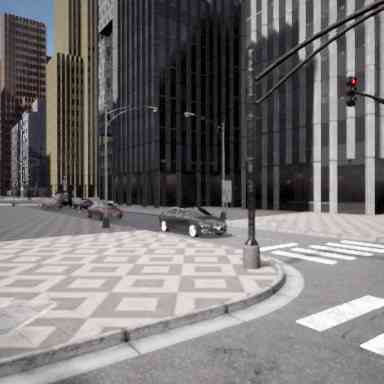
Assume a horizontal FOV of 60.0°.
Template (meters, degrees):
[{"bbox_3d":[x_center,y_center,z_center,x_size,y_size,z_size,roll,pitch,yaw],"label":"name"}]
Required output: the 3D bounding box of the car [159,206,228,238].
[{"bbox_3d":[-0.071,1.546,18.234,1.837,1.490,4.892,0,0,-35],"label":"car"}]

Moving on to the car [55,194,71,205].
[{"bbox_3d":[-20.448,1.368,52.206,2.150,2.045,5.566,0,0,-35],"label":"car"}]

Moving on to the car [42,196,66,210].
[{"bbox_3d":[-18.904,1.659,44.835,1.812,1.442,4.674,0,0,-35],"label":"car"}]

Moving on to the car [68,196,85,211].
[{"bbox_3d":[-14.379,1.624,43.752,1.837,1.490,4.892,0,0,-35],"label":"car"}]

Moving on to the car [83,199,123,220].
[{"bbox_3d":[-7.617,1.606,28.831,1.812,1.442,4.674,0,0,-36],"label":"car"}]
